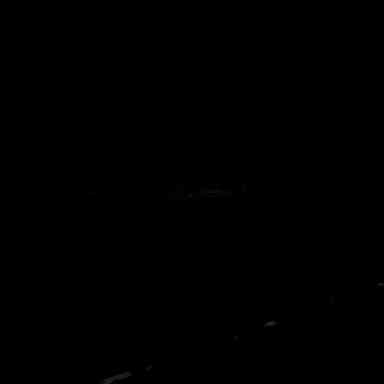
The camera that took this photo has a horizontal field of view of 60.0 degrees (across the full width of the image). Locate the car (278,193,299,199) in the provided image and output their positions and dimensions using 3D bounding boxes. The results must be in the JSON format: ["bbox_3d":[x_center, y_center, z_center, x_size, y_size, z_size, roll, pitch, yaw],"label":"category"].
[{"bbox_3d":[19.797,0.897,68.375,1.812,1.442,4.674,-1,1,-35],"label":"car"}]
